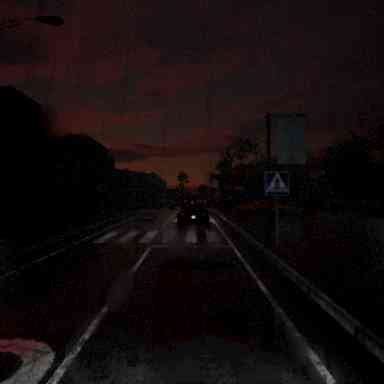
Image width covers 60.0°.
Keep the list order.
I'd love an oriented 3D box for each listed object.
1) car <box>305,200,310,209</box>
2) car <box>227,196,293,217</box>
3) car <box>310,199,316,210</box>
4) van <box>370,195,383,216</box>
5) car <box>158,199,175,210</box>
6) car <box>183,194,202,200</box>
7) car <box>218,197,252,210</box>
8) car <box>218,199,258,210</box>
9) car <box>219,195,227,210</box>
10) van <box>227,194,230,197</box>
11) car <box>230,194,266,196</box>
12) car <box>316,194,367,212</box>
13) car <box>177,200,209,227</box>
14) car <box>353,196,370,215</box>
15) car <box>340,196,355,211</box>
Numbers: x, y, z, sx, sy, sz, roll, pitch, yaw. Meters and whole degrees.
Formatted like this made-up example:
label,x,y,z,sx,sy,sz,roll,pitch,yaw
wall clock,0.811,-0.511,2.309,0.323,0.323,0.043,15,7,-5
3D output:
label,x,y,z,sx,sy,sz,roll,pitch,yaw
car,18.358,1.426,45.495,5.566,2.045,2.435,0,-1,-1
car,6.089,1.395,29.406,5.366,1.575,1.946,0,-1,0
car,18.414,1.616,42.821,4.892,1.521,2.231,0,-1,-1
van,18.429,1.170,28.861,4.442,1.987,1.878,0,-1,0
car,-3.422,1.740,45.397,1.837,1.490,4.892,0,-2,0
car,0.030,1.345,41.266,2.150,2.045,5.566,0,-1,0
car,6.123,1.596,47.506,4.553,1.767,2.185,0,-1,-1
car,6.135,1.650,44.468,5.008,1.535,2.097,0,-1,-1
car,6.196,1.331,41.557,5.566,2.045,2.435,0,-1,-1
van,6.341,1.247,35.366,4.442,1.987,1.878,0,-1,0
car,6.281,1.303,32.327,4.553,1.767,2.185,0,-1,0
car,18.427,1.302,40.035,5.566,2.045,2.435,0,-1,-1
car,0.081,1.443,21.533,1.994,1.385,4.181,0,0,0
car,18.709,1.422,31.655,5.366,1.575,1.946,0,-1,0
car,18.688,1.456,34.316,5.366,1.575,1.946,0,-1,0
